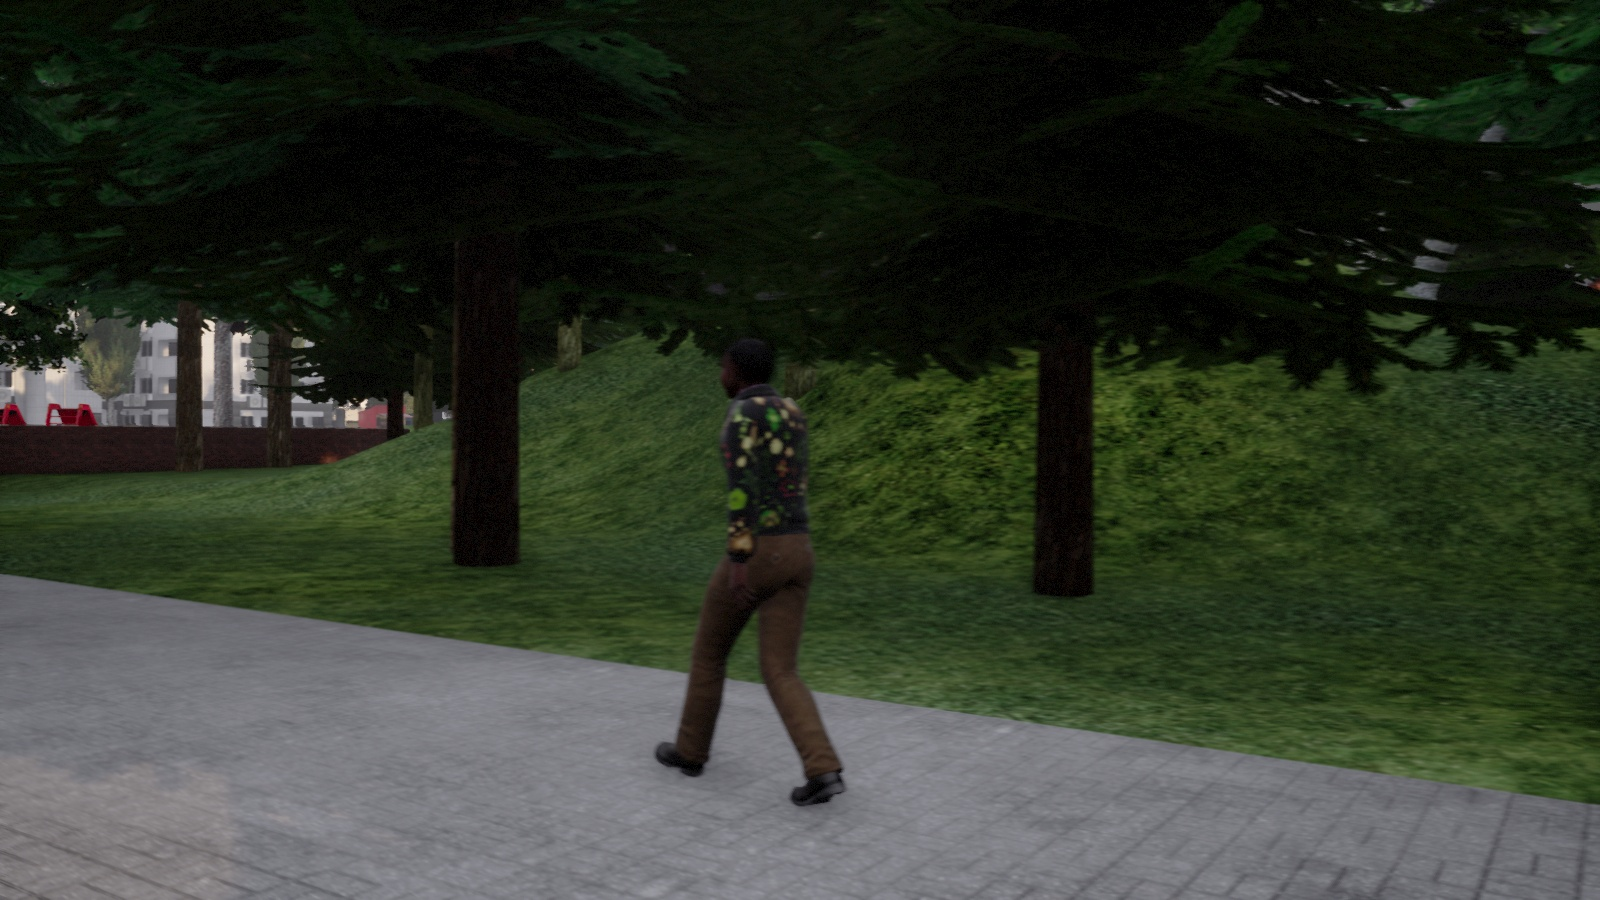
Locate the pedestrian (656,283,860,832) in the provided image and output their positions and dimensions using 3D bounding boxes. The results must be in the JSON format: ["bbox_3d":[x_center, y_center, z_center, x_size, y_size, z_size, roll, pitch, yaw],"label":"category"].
[{"bbox_3d":[-0.169,0.377,4.796,0.395,1.930,0.692,-1,1,-45],"label":"pedestrian"}]
